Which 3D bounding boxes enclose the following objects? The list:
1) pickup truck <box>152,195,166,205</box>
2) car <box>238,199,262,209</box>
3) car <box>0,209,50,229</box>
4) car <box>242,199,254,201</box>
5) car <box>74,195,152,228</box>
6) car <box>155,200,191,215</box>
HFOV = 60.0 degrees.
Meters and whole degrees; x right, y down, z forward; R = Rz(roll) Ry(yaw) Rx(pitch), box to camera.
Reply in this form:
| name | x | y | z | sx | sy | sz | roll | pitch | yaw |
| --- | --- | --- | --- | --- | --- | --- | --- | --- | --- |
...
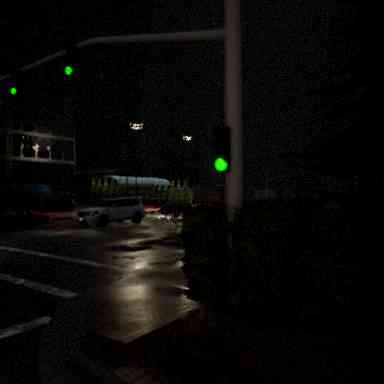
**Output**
| name | x | y | z | sx | sy | sz | roll | pitch | yaw |
| --- | --- | --- | --- | --- | --- | --- | --- | --- | --- |
| pickup truck | -7.108 | 1.443 | 51.476 | 6.274 | 2.098 | 2.390 | 0 | 0 | -24 |
| car | 9.025 | 1.852 | 51.594 | 1.994 | 1.385 | 4.181 | -1 | 0 | 35 |
| car | -12.049 | 1.842 | 21.901 | 1.895 | 1.301 | 4.718 | -1 | 0 | 37 |
| car | 6.498 | 1.713 | 42.055 | 1.837 | 1.490 | 4.892 | -1 | -1 | 35 |
| car | -5.863 | 1.418 | 24.534 | 2.150 | 2.045 | 5.566 | -1 | 1 | 35 |
| car | -1.703 | 1.807 | 36.515 | 1.994 | 1.385 | 4.181 | -1 | 0 | 35 |
